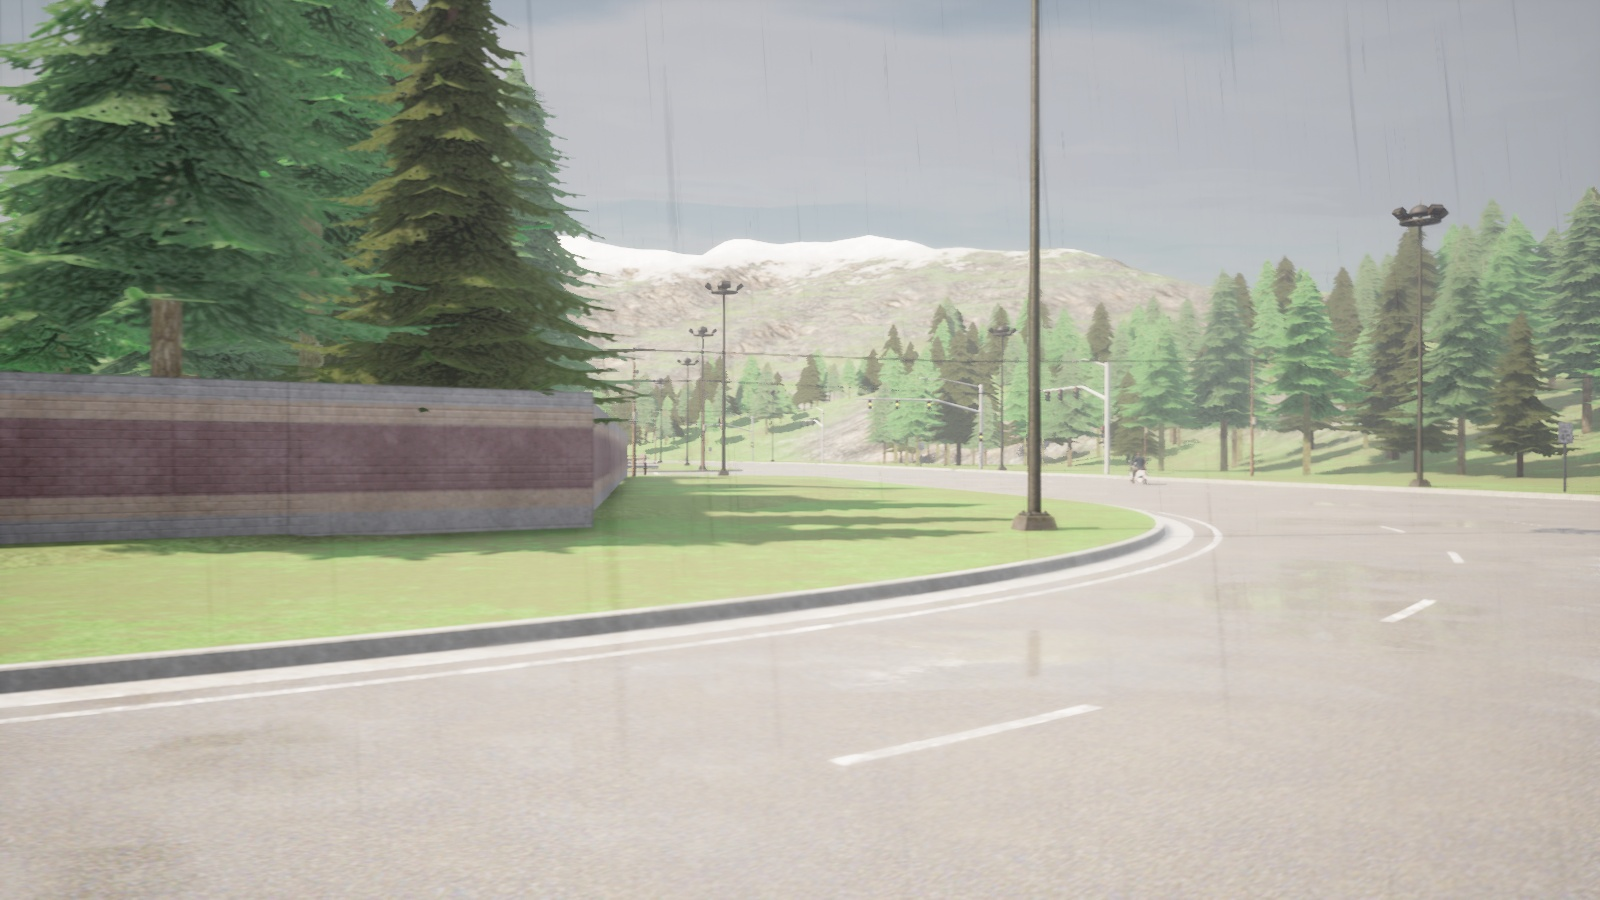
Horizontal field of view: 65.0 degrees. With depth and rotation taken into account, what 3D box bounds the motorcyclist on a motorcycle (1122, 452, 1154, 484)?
[{"bbox_3d":[16.887,0.877,62.815,0.866,1.590,1.817,0,0,-10],"label":"motorcyclist on a motorcycle"}]
